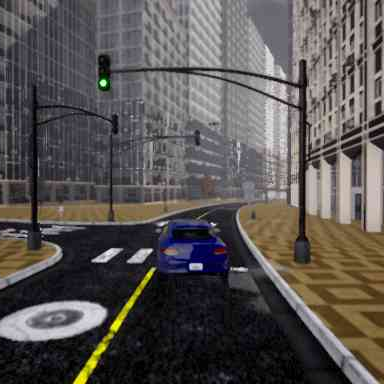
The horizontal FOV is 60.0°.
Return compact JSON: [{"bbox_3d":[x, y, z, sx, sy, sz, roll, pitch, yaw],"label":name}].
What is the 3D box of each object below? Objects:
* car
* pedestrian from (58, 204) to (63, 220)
[{"bbox_3d":[-0.091,1.528,9.826,1.812,1.442,4.674,0,0,-5],"label":"car"},{"bbox_3d":[-9.060,1.346,23.042,0.500,1.100,0.500,0,0,18],"label":"pedestrian"}]
